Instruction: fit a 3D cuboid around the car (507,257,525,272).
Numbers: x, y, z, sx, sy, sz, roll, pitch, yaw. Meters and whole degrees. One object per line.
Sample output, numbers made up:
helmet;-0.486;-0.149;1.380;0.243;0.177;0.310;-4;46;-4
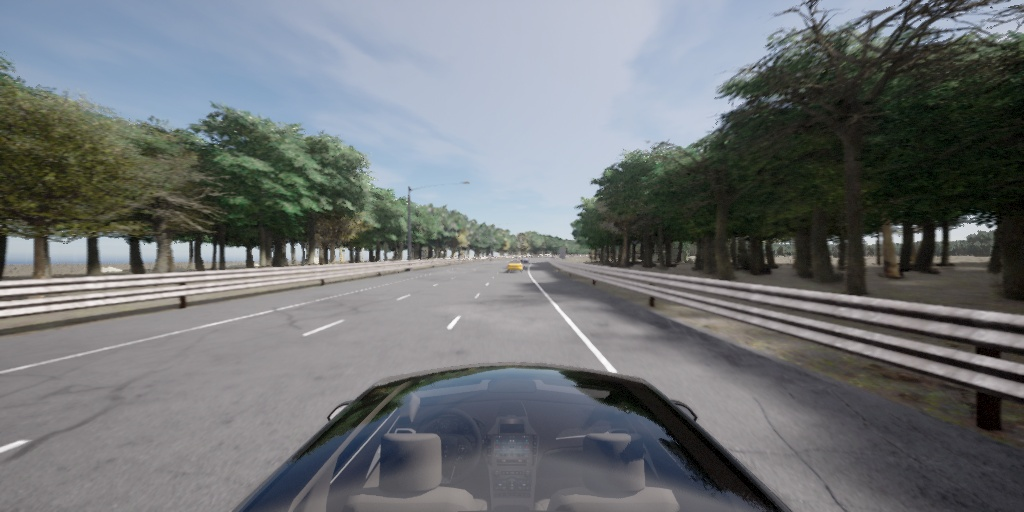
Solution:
car;0.379;1.099;43.778;1.801;1.575;5.366;0;0;2
